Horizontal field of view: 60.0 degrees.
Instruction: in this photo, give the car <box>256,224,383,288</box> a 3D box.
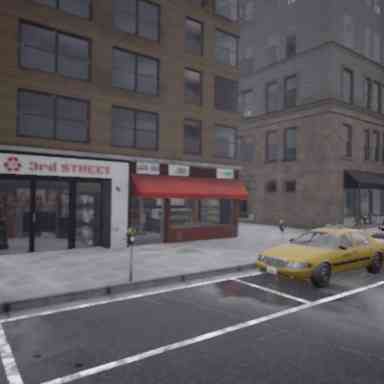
[{"bbox_3d":[3.927,1.630,9.564,4.829,1.417,1.752,1,0,-36],"label":"car"}]
